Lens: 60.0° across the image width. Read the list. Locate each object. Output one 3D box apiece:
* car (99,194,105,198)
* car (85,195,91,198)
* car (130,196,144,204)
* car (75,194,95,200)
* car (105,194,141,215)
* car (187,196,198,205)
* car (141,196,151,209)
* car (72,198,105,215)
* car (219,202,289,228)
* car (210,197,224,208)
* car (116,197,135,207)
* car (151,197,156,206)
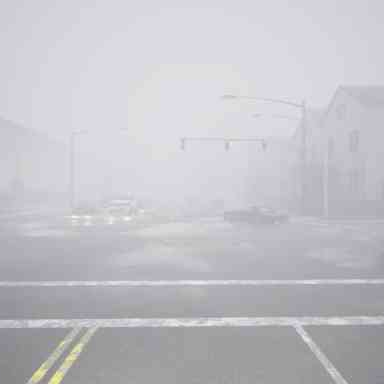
[{"bbox_3d":[-10.562,1.221,42.921,2.150,2.045,5.566,0,0,0],"label":"car"},{"bbox_3d":[-28.105,1.452,84.393,2.038,1.542,4.974,0,0,-36],"label":"car"},{"bbox_3d":[-10.486,1.525,63.444,1.812,1.442,4.674,0,0,0],"label":"car"},{"bbox_3d":[-28.890,1.452,89.760,2.038,1.542,4.974,0,0,29],"label":"car"},{"bbox_3d":[-7.070,1.221,34.691,2.150,2.045,5.566,0,0,0],"label":"car"},{"bbox_3d":[0.052,1.491,58.646,2.128,1.511,4.902,0,0,0],"label":"car"},{"bbox_3d":[-7.060,1.505,44.243,1.837,1.490,4.892,0,0,0],"label":"car"},{"bbox_3d":[-10.570,1.564,33.662,1.994,1.385,4.181,0,0,0],"label":"car"},{"bbox_3d":[4.190,1.610,22.639,1.895,1.301,4.718,0,0,-32],"label":"car"},{"bbox_3d":[3.641,1.491,48.628,2.128,1.511,4.902,0,0,0],"label":"car"},{"bbox_3d":[-10.549,1.547,53.316,2.033,1.411,5.357,0,0,0],"label":"car"},{"bbox_3d":[-7.040,1.477,54.631,1.882,1.535,5.008,0,0,0],"label":"car"}]
